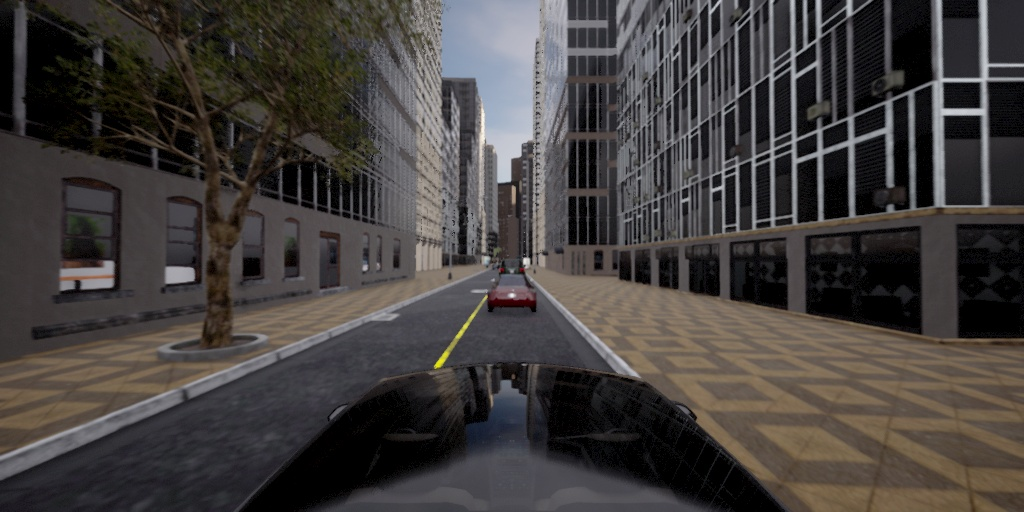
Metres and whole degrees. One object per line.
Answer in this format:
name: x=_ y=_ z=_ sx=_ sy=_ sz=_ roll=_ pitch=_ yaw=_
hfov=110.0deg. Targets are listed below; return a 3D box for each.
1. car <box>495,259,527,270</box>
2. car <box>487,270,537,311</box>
car: x=0.004 y=1.276 z=29.438 sx=2.150 sy=2.045 sz=5.566 roll=0 pitch=0 yaw=0
car: x=0.021 y=1.456 z=15.322 sx=1.994 sy=1.385 sz=4.181 roll=0 pitch=-1 yaw=1
